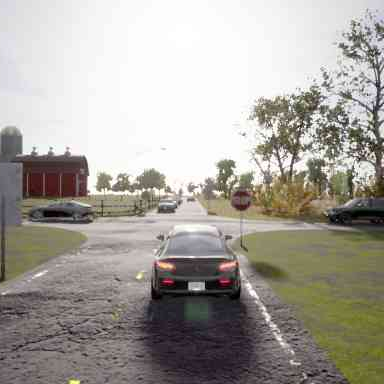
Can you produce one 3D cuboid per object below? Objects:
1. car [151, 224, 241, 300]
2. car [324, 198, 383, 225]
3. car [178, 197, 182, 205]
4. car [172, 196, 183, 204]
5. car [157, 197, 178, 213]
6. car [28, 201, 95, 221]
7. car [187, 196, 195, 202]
[{"bbox_3d":[0.072,1.529,8.290,1.812,1.442,4.674,0,0,0],"label":"car"},{"bbox_3d":[13.203,1.477,25.766,5.566,2.045,2.150,1,-1,-1],"label":"car"},{"bbox_3d":[-2.982,1.590,48.151,2.033,1.411,5.357,0,0,0],"label":"car"},{"bbox_3d":[-2.955,1.642,68.518,1.994,1.385,4.181,0,0,0],"label":"car"},{"bbox_3d":[-2.920,1.534,38.365,1.837,1.490,4.892,0,0,-1],"label":"car"},{"bbox_3d":[-9.955,1.407,25.545,4.902,1.511,2.128,1,-1,0],"label":"car"},{"bbox_3d":[-0.236,1.655,80.420,1.994,1.385,4.181,0,0,0],"label":"car"}]
